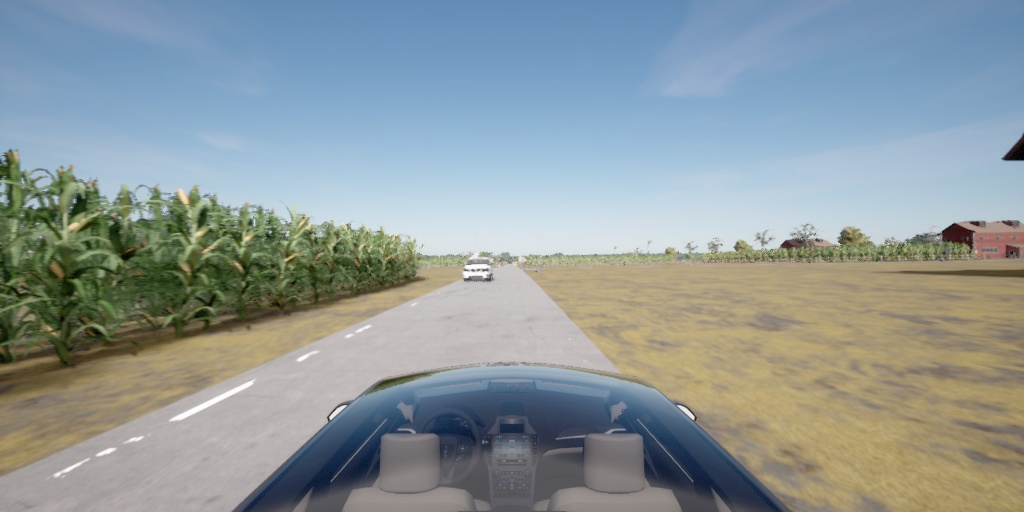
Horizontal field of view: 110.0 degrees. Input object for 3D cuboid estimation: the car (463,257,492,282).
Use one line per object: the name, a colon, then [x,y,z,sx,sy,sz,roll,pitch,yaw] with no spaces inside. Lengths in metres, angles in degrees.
car: [-2.848,1.114,30.681,2.150,2.045,5.566,0,-1,0]
